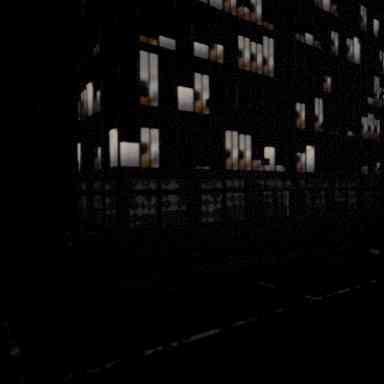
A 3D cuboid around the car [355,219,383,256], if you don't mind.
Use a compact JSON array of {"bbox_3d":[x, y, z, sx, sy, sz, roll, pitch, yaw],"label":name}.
[{"bbox_3d":[7.703,1.567,12.070,4.313,1.339,1.947,0,-1,-35],"label":"car"}]
